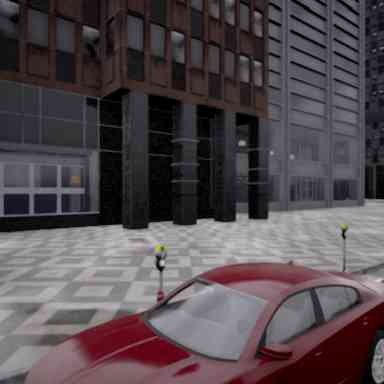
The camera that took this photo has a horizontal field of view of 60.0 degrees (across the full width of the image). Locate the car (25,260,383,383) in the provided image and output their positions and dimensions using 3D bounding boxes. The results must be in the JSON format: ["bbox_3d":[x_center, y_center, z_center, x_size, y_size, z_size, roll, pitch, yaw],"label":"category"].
[{"bbox_3d":[0.628,1.542,3.653,4.507,1.381,1.887,0,0,-38],"label":"car"}]
